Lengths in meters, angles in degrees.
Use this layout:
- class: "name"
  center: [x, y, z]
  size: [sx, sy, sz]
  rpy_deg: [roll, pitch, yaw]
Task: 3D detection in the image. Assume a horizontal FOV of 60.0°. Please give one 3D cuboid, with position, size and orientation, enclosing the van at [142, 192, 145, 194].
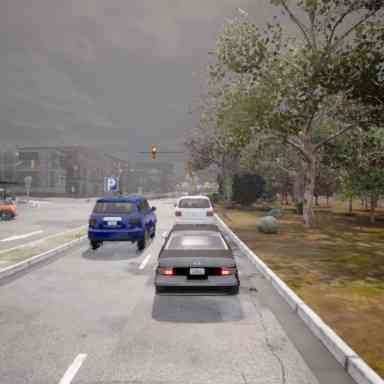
- class: "van"
  center: [-13.370, 1.093, 73.760]
  size: [4.442, 1.987, 1.878]
  rpy_deg: [-1, 0, -14]

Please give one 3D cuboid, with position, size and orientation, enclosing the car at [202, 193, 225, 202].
- class: "car"
  center: [4.544, 1.142, 70.372]
  size: [4.553, 1.767, 2.185]
  rpy_deg: [1, 0, -14]

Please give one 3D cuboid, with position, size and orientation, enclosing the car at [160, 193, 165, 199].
- class: "car"
  center: [-11.163, 1.065, 91.721]
  size: [5.566, 2.045, 2.435]
  rpy_deg: [-1, 0, -12]

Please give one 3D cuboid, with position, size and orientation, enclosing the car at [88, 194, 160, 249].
- class: "car"
  center: [-2.901, 1.240, 14.817]
  size: [2.150, 2.045, 5.566]
  rpy_deg: [0, 0, 0]

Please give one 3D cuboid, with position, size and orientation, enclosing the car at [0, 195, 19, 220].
- class: "car"
  center: [-16.674, 1.404, 26.964]
  size: [4.553, 1.767, 2.185]
  rpy_deg: [-1, 0, -19]

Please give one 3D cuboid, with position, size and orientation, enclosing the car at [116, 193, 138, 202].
- class: "car"
  center: [-13.830, 1.196, 70.720]
  size: [4.553, 1.767, 2.185]
  rpy_deg: [-1, 0, -14]

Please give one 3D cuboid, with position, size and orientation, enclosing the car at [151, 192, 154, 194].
- class: "car"
  center: [-12.413, 1.359, 82.730]
  size: [4.674, 1.452, 2.002]
  rpy_deg: [-1, 0, -13]

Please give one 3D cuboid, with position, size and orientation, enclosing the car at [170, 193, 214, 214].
- class: "car"
  center: [0.119, 1.246, 19.069]
  size: [2.150, 2.045, 5.566]
  rpy_deg: [0, 0, 0]

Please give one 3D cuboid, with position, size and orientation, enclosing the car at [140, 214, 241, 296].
- class: "car"
  center: [0.091, 1.556, 8.820]
  size: [2.033, 1.411, 5.357]
  rpy_deg: [0, 0, 0]

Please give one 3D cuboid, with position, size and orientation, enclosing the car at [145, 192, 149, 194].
- class: "car"
  center: [-13.147, 1.322, 76.732]
  size: [4.892, 1.521, 2.231]
  rpy_deg: [-1, 0, -14]

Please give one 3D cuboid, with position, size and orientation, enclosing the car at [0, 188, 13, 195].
- class: "car"
  center: [-31.262, 0.138, 55.613]
  size: [2.002, 1.452, 4.674]
  rpy_deg: [6, -3, -19]

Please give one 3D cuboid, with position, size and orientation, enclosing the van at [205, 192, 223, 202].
- class: "van"
  center: [4.165, 1.043, 67.402]
  size: [4.442, 1.987, 1.878]
  rpy_deg: [1, 0, -14]

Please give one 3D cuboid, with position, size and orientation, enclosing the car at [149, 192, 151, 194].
- class: "car"
  center: [-12.780, 1.360, 79.728]
  size: [4.674, 1.452, 2.002]
  rpy_deg: [-1, 0, -13]

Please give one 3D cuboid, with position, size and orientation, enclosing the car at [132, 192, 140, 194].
- class: "car"
  center: [-13.918, 1.316, 67.767]
  size: [5.366, 1.575, 1.946]
  rpy_deg: [-1, 0, -15]
